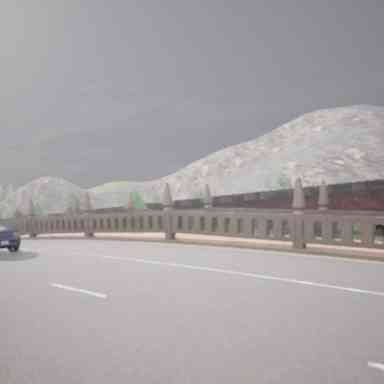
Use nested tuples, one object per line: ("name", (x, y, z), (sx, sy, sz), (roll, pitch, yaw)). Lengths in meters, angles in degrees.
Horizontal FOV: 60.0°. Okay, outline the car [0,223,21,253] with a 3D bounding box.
("car", (-9.606, 2.105, 15.139), (4.674, 1.442, 1.812), (-5, -3, 35))
